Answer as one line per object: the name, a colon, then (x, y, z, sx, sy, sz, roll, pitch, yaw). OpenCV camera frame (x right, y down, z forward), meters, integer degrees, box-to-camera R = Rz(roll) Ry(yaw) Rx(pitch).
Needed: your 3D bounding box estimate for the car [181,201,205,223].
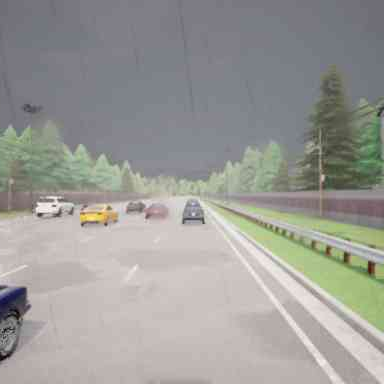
car: (0.112, 1.759, 27.302, 2.033, 1.411, 5.357, 0, 0, 0)

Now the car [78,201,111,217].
car: (-10.384, 1.771, 35.801, 2.128, 1.511, 4.902, 0, 0, 0)

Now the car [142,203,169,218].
car: (-3.385, 1.820, 32.841, 1.994, 1.385, 4.181, 0, 0, 0)

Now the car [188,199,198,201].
car: (0.119, 1.719, 47.452, 2.097, 1.767, 4.553, 0, -1, 0)

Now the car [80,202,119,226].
car: (-6.889, 1.673, 25.134, 1.882, 1.535, 5.008, 0, -1, 0)

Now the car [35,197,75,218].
car: (-13.884, 1.487, 34.021, 2.150, 2.045, 5.566, 0, 0, 0)

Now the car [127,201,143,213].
car: (-6.887, 1.814, 41.489, 2.128, 1.511, 4.902, 0, 0, 0)

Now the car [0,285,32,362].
car: (-3.399, 1.625, 3.009, 1.895, 1.301, 4.718, 0, 0, 0)
